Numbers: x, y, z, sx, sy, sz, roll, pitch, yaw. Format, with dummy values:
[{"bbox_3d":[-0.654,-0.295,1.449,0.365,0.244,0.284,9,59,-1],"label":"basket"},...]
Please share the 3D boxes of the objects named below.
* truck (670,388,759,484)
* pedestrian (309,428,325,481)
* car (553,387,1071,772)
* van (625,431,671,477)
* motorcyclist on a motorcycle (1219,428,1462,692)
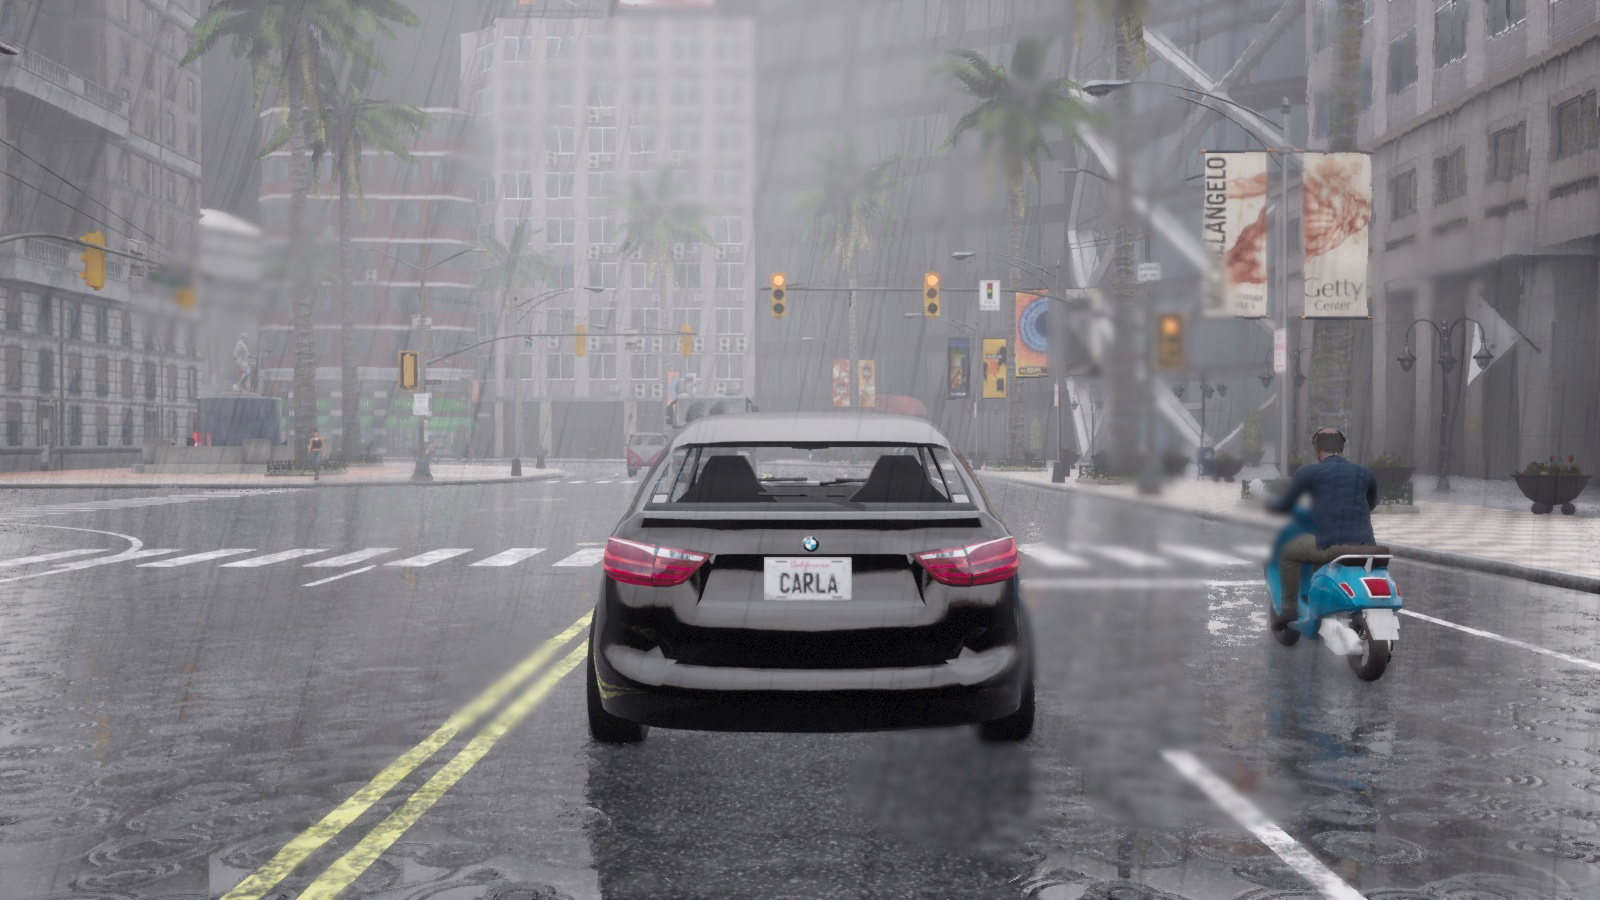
[{"bbox_3d":[-3.202,-0.515,49.167,2.891,3.462,7.936,0,0,0],"label":"truck"},{"bbox_3d":[-16.860,0.142,43.823,0.345,1.836,0.594,0,0,-1],"label":"pedestrian"},{"bbox_3d":[0.062,0.547,7.745,2.242,1.667,4.611,0,0,0],"label":"car"},{"bbox_3d":[-6.789,0.175,56.416,1.775,1.987,4.442,0,0,-3],"label":"van"},{"bbox_3d":[3.552,0.655,8.461,0.866,1.590,1.817,0,0,1],"label":"motorcyclist on a motorcycle"}]
